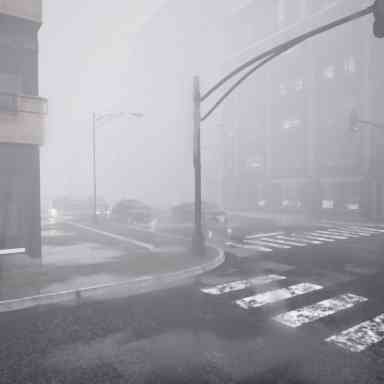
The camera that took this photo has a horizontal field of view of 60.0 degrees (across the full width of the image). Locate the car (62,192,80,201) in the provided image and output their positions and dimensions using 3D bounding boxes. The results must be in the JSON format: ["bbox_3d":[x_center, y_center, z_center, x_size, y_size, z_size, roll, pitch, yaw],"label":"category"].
[{"bbox_3d":[-25.183,0.936,69.182,2.192,1.841,5.009,-1,1,-35],"label":"car"}]

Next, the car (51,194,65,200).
[{"bbox_3d":[-31.649,1.125,78.530,2.008,1.369,4.403,-1,1,-35],"label":"car"}]

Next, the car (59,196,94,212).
[{"bbox_3d":[-12.667,1.449,36.379,2.008,1.369,4.403,-1,1,-35],"label":"car"}]

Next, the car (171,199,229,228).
[{"bbox_3d":[0.408,1.434,22.031,2.128,1.511,4.902,-1,1,-35],"label":"car"}]

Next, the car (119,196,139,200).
[{"bbox_3d":[-5.477,1.374,30.537,1.882,1.535,5.008,-1,1,-35],"label":"car"}]

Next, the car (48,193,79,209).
[{"bbox_3d":[-15.901,1.313,41.051,1.967,1.590,4.097,-1,1,-35],"label":"car"}]

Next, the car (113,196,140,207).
[{"bbox_3d":[-9.109,1.266,45.961,1.752,1.417,4.829,-1,1,-35],"label":"car"}]

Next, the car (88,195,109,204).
[{"bbox_3d":[-15.577,1.217,55.306,1.752,1.417,4.829,-1,1,-35],"label":"car"}]

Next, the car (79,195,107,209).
[{"bbox_3d":[-11.478,1.397,39.221,2.033,1.411,5.357,-1,1,-35],"label":"car"}]

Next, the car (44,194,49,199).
[{"bbox_3d":[-34.980,1.076,83.342,1.752,1.417,4.829,-1,1,-35],"label":"car"}]

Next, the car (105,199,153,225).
[{"bbox_3d":[-4.401,1.509,24.210,1.887,1.381,4.507,-1,1,-35],"label":"car"}]

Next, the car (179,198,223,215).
[{"bbox_3d":[0.773,1.360,31.866,1.887,1.381,4.507,-1,1,-35],"label":"car"}]
